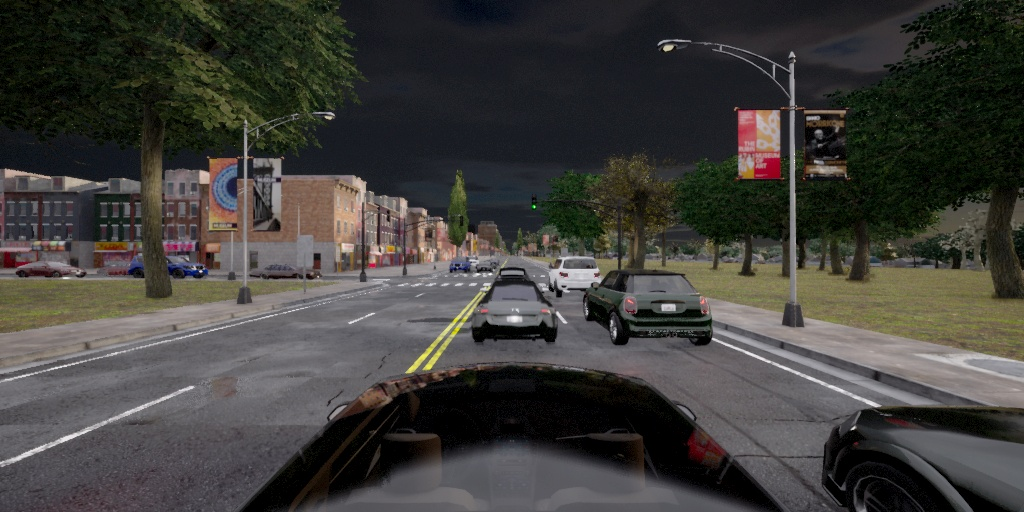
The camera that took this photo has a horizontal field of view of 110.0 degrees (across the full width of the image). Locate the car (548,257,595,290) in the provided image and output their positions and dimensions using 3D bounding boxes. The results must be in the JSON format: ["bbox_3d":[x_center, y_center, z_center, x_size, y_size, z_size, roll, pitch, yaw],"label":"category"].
[{"bbox_3d":[3.268,1.055,19.464,2.150,2.045,5.566,0,0,0],"label":"car"}]

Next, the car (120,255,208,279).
[{"bbox_3d":[-29.607,0.963,30.927,5.566,2.045,2.150,0,0,0],"label":"car"}]

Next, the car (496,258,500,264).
[{"bbox_3d":[-3.422,1.357,55.991,1.994,1.385,4.181,0,1,0],"label":"car"}]

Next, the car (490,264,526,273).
[{"bbox_3d":[0.016,1.335,18.768,1.837,1.490,4.892,0,0,0],"label":"car"}]

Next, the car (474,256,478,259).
[{"bbox_3d":[-6.675,0.991,58.916,2.150,2.045,5.566,0,0,0],"label":"car"}]

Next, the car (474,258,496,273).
[{"bbox_3d":[-3.418,1.365,46.049,1.837,1.490,4.892,0,0,0],"label":"car"}]

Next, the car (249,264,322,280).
[{"bbox_3d":[-19.419,1.383,30.892,5.357,1.411,2.033,1,0,-3],"label":"car"}]

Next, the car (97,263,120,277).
[{"bbox_3d":[-36.272,1.277,33.867,4.181,1.385,1.994,0,0,0],"label":"car"}]

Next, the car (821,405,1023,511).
[{"bbox_3d":[3.341,1.314,0.966,1.994,1.385,4.181,0,0,0],"label":"car"}]

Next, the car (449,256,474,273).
[{"bbox_3d":[-6.670,1.081,46.578,2.150,2.045,5.566,0,0,0],"label":"car"}]

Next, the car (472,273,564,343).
[{"bbox_3d":[0.064,1.334,9.710,1.994,1.385,4.181,0,0,0],"label":"car"}]

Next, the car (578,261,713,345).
[{"bbox_3d":[3.315,1.121,9.693,2.097,1.767,4.553,0,0,0],"label":"car"}]

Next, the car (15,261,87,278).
[{"bbox_3d":[-39.734,1.194,30.927,4.674,1.442,1.812,0,0,0],"label":"car"}]
